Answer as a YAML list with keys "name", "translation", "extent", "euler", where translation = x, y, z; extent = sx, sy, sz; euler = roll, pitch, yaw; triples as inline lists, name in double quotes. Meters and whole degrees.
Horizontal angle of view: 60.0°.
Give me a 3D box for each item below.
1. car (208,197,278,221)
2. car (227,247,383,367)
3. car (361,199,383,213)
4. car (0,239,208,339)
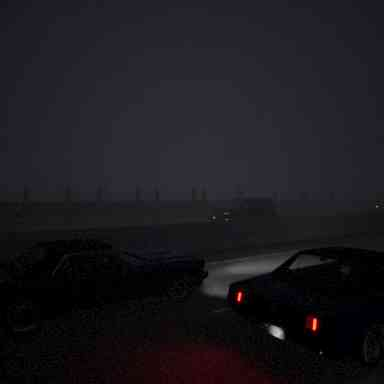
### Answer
- name: "car"
  translation: [3.744, 1.398, 23.857]
  extent: [5.566, 2.045, 2.150]
  euler: [1, 0, -35]
- name: "car"
  translation: [2.972, 1.660, 5.866]
  extent: [4.718, 1.301, 1.895]
  euler: [1, 0, -36]
- name: "car"
  translation: [23.459, 1.811, 42.163]
  extent: [4.553, 1.767, 2.097]
  euler: [1, 0, -35]
- name: "car"
  translation: [-1.986, 1.623, 6.628]
  extent: [4.718, 1.301, 1.895]
  euler: [1, 0, -35]
